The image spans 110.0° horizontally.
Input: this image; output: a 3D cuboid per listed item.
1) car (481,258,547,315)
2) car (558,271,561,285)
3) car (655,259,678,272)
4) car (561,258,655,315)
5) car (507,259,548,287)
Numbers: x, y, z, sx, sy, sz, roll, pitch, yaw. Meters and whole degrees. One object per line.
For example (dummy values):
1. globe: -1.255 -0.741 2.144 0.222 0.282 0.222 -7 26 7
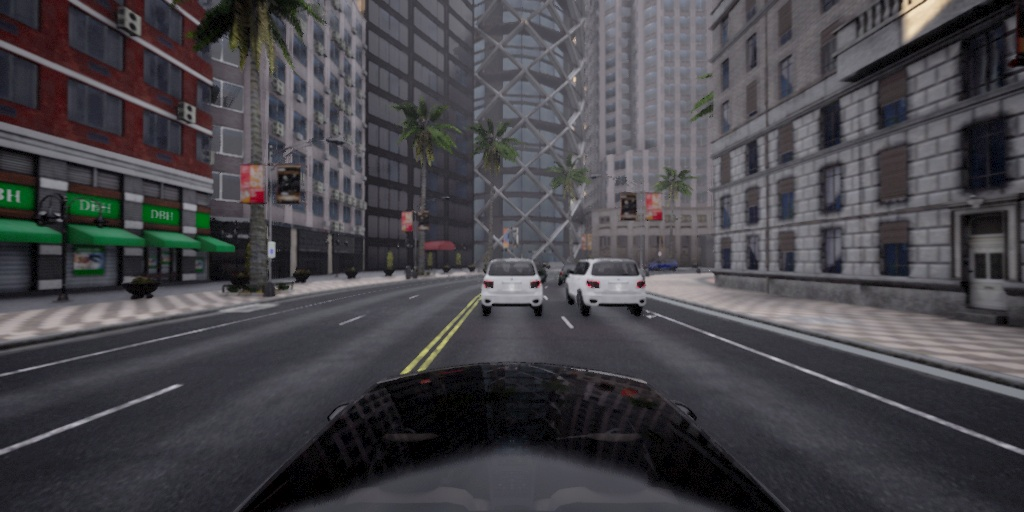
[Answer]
1. car: 0.030 1.110 14.440 2.150 2.045 5.566 0 0 1
2. car: 5.074 1.388 28.927 2.097 1.767 4.553 0 -1 16
3. car: 25.046 1.585 60.164 5.566 2.045 2.150 0 -1 -17
4. car: 3.529 1.110 14.428 2.150 2.045 5.566 0 0 1
5. car: 1.386 1.262 28.893 2.150 2.045 5.566 0 0 15
